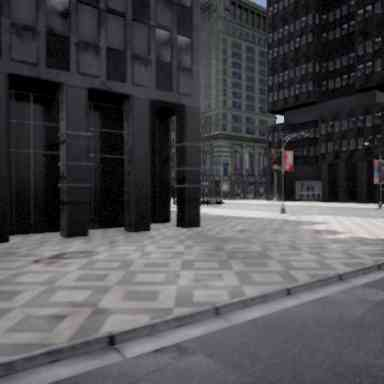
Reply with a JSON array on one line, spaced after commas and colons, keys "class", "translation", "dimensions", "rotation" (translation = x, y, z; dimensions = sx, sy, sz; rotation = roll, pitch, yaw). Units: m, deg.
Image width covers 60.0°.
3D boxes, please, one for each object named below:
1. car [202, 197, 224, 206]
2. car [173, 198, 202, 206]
[{"class": "car", "translation": [2.819, 1.491, 51.277], "dimensions": [1.895, 1.301, 4.718], "rotation": [0, 0, -35]}, {"class": "car", "translation": [-1.035, 1.414, 51.106], "dimensions": [1.837, 1.490, 4.892], "rotation": [0, 0, -35]}]
